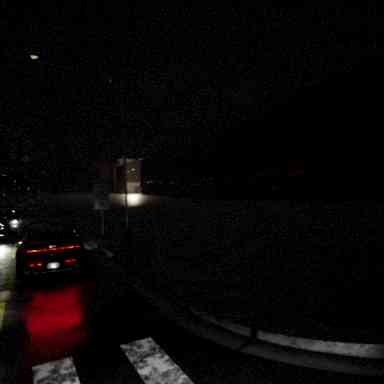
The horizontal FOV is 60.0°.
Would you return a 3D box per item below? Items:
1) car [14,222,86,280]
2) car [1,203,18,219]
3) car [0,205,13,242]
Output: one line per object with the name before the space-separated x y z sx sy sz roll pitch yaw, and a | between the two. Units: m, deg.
car | -4.690 1.769 11.029 1.837 1.490 4.892 -3 0 -25
car | -20.902 2.127 37.612 2.097 1.767 4.553 -3 1 -26
car | -11.566 1.893 18.782 2.097 1.767 4.553 -3 0 -27
